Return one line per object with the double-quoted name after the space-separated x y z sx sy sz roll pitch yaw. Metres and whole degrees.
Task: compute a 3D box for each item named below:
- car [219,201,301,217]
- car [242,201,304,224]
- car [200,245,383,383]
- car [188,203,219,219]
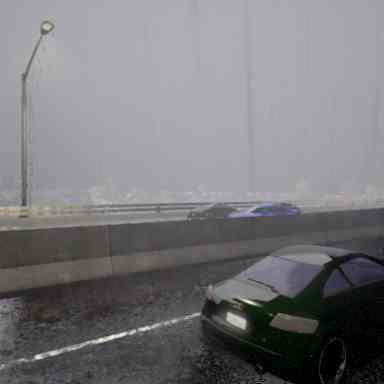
4.265 1.477 19.812 5.008 1.535 1.882 0 0 -35 "car"
6.274 1.506 25.448 4.892 1.490 1.837 0 0 -34 "car"
2.186 1.564 5.286 4.181 1.385 1.994 0 0 -35 "car"
1.724 1.562 26.567 4.181 1.385 1.994 0 0 -35 "car"
